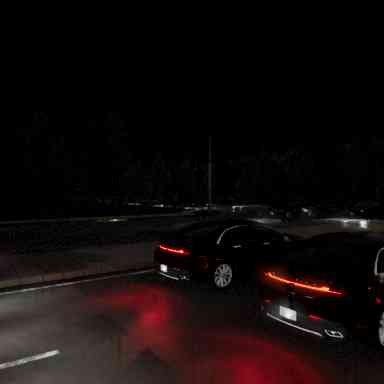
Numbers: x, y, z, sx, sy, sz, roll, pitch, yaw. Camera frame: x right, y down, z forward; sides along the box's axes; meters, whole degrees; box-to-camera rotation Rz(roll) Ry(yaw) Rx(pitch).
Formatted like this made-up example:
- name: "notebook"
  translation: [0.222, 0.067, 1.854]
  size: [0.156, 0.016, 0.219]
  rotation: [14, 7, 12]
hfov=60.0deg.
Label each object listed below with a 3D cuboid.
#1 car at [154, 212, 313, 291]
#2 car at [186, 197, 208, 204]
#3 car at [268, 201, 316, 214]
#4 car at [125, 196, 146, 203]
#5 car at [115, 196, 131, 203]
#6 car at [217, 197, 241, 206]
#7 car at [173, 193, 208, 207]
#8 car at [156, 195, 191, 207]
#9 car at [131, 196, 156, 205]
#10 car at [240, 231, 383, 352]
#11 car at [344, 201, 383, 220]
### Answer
- name: "car"
  translation: [1.336, 1.505, 9.049]
  size: [4.892, 1.490, 1.837]
  rotation: [0, 0, -35]
- name: "car"
  translation: [0.910, 1.601, 63.065]
  size: [1.895, 1.301, 4.718]
  rotation: [0, 0, -35]
- name: "car"
  translation: [8.527, 1.491, 28.388]
  size: [4.902, 1.511, 2.128]
  rotation: [0, 0, -35]
- name: "car"
  translation: [-11.764, 1.540, 69.062]
  size: [2.033, 1.411, 5.357]
  rotation: [0, 0, -35]
- name: "car"
  translation: [-14.131, 1.491, 66.311]
  size: [2.128, 1.511, 4.902]
  rotation: [0, 0, -35]
- name: "car"
  translation: [6.124, 1.526, 55.603]
  size: [1.812, 1.442, 4.674]
  rotation: [0, 0, -35]
- name: "car"
  translation: [-0.105, 1.221, 52.242]
  size: [2.150, 2.045, 5.566]
  rotation: [0, 0, -36]
- name: "car"
  translation: [-2.869, 1.547, 50.104]
  size: [2.033, 1.411, 5.357]
  rotation: [0, 0, -35]
- name: "car"
  translation: [-8.360, 1.601, 57.968]
  size: [1.895, 1.301, 4.718]
  rotation: [0, 0, -35]
- name: "car"
  translation: [3.368, 1.505, 6.200]
  size: [4.892, 1.490, 1.837]
  rotation: [0, 0, -35]
- name: "car"
  translation: [15.043, 1.525, 28.641]
  size: [4.674, 1.442, 1.812]
  rotation: [0, 0, -35]
